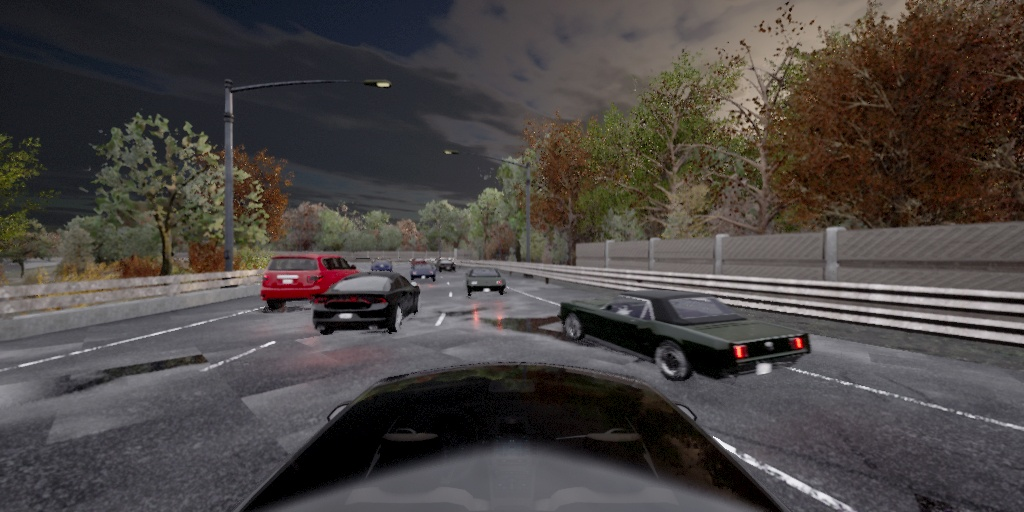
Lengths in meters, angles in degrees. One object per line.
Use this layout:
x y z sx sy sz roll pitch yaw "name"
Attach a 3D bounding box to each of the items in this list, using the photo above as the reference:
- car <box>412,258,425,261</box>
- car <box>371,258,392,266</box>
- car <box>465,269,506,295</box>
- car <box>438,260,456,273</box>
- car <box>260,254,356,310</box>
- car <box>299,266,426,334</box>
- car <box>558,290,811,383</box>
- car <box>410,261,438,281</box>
-15.239 1.132 58.145 1.882 1.535 5.008 0 0 -27 "car"
-14.437 1.037 39.696 2.097 1.767 4.553 0 0 -20 "car"
-1.585 1.321 19.382 1.895 1.301 4.718 0 0 -9 "car"
-7.928 1.159 42.014 1.882 1.535 5.008 0 0 -21 "car"
-7.934 0.949 14.791 2.150 2.045 5.566 0 0 -7 "car"
-3.990 1.212 10.642 1.882 1.535 5.008 0 0 -5 "car"
2.815 1.341 7.244 1.895 1.301 4.718 0 0 -22 "car"
-7.315 1.304 29.318 1.895 1.301 4.718 0 0 -15 "car"
